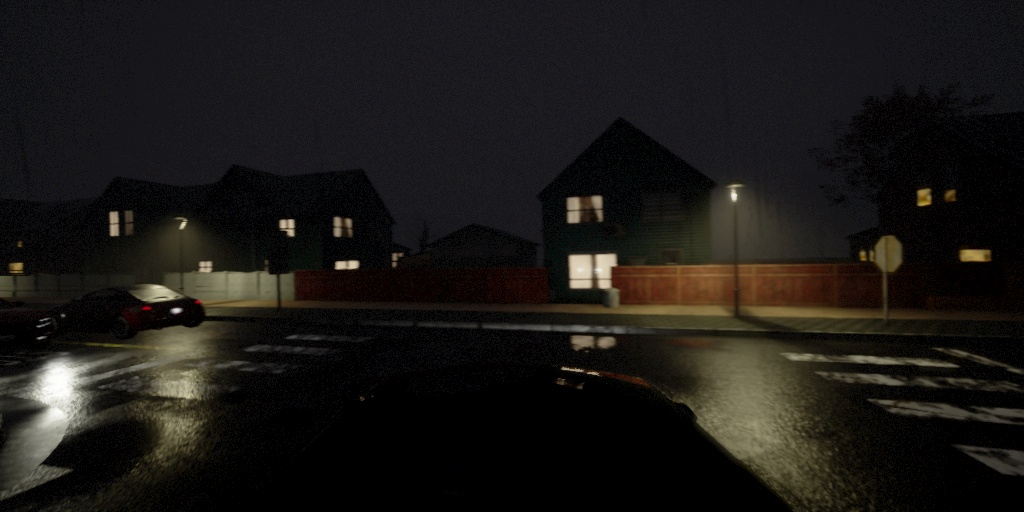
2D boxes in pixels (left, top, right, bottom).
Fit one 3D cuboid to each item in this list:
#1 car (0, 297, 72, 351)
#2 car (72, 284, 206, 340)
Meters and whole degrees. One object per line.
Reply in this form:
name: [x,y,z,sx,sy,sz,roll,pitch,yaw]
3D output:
car: [-13.259,1.535,8.263,5.008,1.535,1.882,-1,0,14]
car: [-11.594,1.578,10.791,4.181,1.385,1.994,-1,0,14]
